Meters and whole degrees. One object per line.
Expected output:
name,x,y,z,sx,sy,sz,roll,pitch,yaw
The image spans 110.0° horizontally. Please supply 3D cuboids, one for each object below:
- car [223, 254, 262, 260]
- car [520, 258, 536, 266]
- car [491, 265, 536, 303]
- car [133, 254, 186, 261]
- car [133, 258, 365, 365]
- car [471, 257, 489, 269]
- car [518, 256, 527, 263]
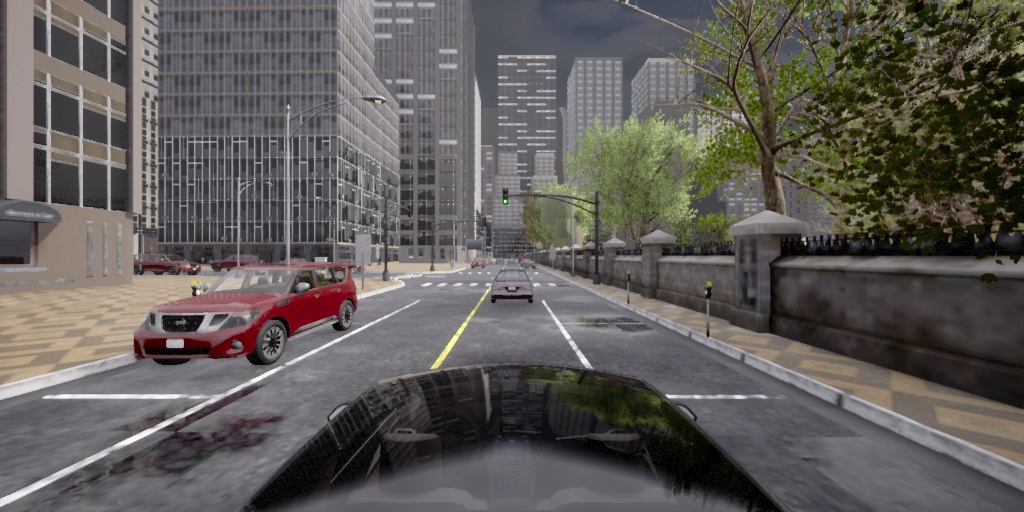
car,-28.676,0.734,37.610,5.009,1.841,2.192,0,0,1
car,2.566,1.290,51.671,2.007,1.370,4.403,0,0,0
car,0.000,1.313,16.516,2.033,1.411,5.357,0,0,0
car,-28.820,0.734,29.731,5.009,1.841,2.192,0,0,1
car,-5.315,1.063,8.170,2.192,1.841,5.009,0,0,0
car,-5.315,1.052,57.225,2.192,1.841,5.009,0,0,0
car,2.565,1.174,62.762,1.967,1.591,4.097,0,0,0
